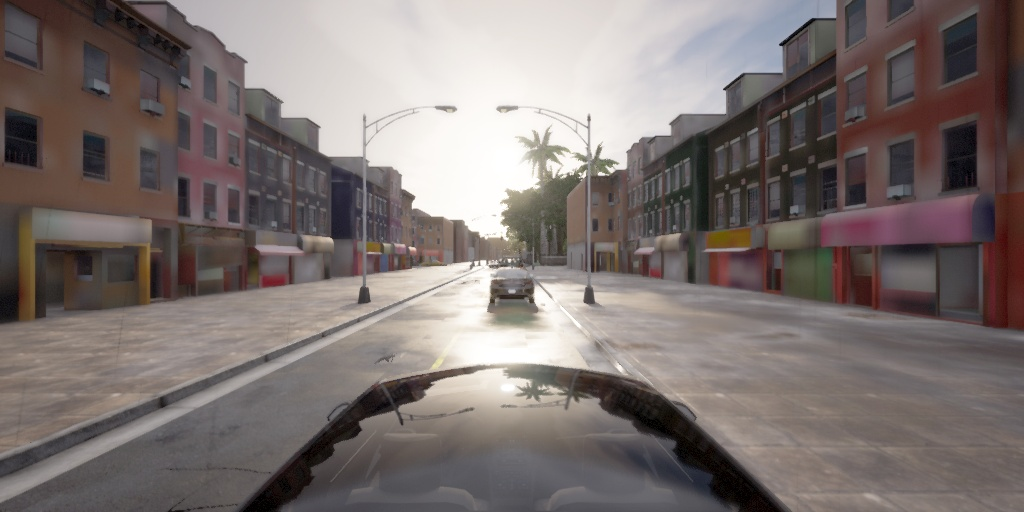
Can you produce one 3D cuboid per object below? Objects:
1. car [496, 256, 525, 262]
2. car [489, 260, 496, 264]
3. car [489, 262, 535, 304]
[{"bbox_3d":[0.000,1.016,31.530,2.150,2.045,5.566,0,0,0],"label":"car"},{"bbox_3d":[-2.750,1.388,59.501,2.033,1.411,5.357,0,0,0],"label":"car"},{"bbox_3d":[0.000,1.237,16.500,1.882,1.535,5.008,0,0,0],"label":"car"}]
